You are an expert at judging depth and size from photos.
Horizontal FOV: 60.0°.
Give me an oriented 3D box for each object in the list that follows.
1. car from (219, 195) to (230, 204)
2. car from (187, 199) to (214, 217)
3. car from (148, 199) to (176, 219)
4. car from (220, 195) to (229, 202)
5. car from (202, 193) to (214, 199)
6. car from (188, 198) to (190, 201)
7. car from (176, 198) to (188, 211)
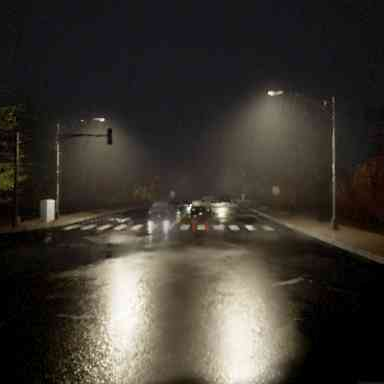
[{"bbox_3d":[6.264,1.286,63.447,2.097,1.767,4.553,0,0,6],"label":"car"},{"bbox_3d":[0.875,1.593,31.447,1.895,1.301,4.718,0,0,3],"label":"car"},{"bbox_3d":[-2.701,1.543,29.095,2.033,1.411,5.357,0,0,-1],"label":"car"},{"bbox_3d":[7.245,1.426,73.579,1.812,1.442,4.674,0,0,6],"label":"car"},{"bbox_3d":[3.021,1.159,63.645,2.150,2.045,5.566,0,0,6],"label":"car"},{"bbox_3d":[-1.145,1.565,53.984,1.895,1.301,4.718,0,0,5],"label":"car"},{"bbox_3d":[-2.060,1.533,41.019,2.033,1.411,5.357,0,0,3],"label":"car"}]
